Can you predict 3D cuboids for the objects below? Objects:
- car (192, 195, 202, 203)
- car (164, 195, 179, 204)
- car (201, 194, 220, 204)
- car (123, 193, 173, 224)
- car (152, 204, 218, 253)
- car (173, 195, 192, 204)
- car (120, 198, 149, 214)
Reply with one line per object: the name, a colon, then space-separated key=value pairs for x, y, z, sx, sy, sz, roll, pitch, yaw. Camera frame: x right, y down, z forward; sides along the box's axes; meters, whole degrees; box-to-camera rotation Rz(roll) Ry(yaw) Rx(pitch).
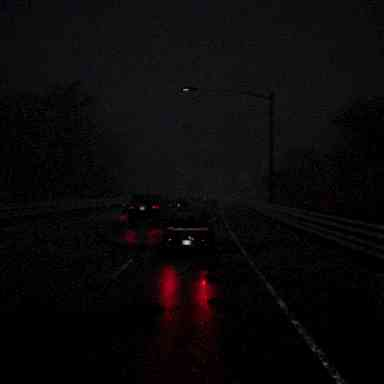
car: x=0.895 y=1.247 z=65.074 sx=1.882 sy=1.535 sz=5.008 roll=0 pitch=0 yaw=7
car: x=-3.504 y=1.283 z=57.531 sx=1.837 sy=1.490 sz=4.892 roll=0 pitch=0 yaw=6
car: x=2.980 y=1.380 z=52.317 sx=1.994 sy=1.385 sz=4.181 roll=0 pitch=0 yaw=6
car: x=-2.949 y=1.117 z=23.650 sx=2.150 sy=2.045 sz=5.566 roll=0 pitch=0 yaw=4
car: x=-0.043 y=1.437 z=13.370 sx=2.128 sy=1.511 sz=4.902 roll=0 pitch=0 yaw=3
car: x=-1.411 y=1.338 z=43.092 sx=1.837 sy=1.490 sz=4.892 roll=0 pitch=0 yaw=5
car: x=-5.703 y=1.375 z=33.836 sx=1.812 sy=1.442 sz=4.674 roll=0 pitch=0 yaw=5
